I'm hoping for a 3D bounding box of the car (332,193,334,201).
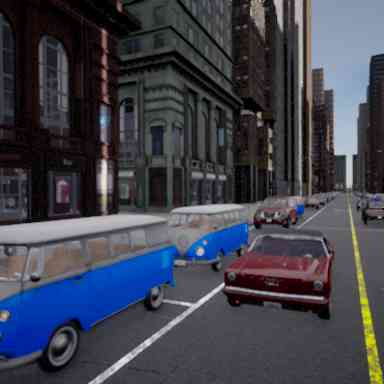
[{"bbox_3d":[26.794,1.355,66.798,1.947,1.339,4.313,0,0,25],"label":"car"}]

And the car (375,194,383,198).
[{"bbox_3d":[25.068,1.349,42.927,1.752,1.417,4.829,0,0,25],"label":"car"}]

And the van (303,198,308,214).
[{"bbox_3d":[7.734,1.260,25.930,1.690,1.788,3.998,0,0,25],"label":"van"}]

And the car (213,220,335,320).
[{"bbox_3d":[2.228,1.577,7.592,1.895,1.301,4.718,0,0,24],"label":"car"}]

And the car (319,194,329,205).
[{"bbox_3d":[19.647,1.401,51.473,1.947,1.339,4.313,0,0,25],"label":"car"}]

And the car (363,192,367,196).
[{"bbox_3d":[36.907,1.298,68.313,2.008,1.369,4.403,0,0,25],"label":"car"}]

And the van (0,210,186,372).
[{"bbox_3d":[-1.795,1.338,5.497,1.690,1.788,3.998,0,0,25],"label":"van"}]

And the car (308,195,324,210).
[{"bbox_3d":[14.882,1.411,41.256,1.887,1.381,4.507,0,0,25],"label":"car"}]

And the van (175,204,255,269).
[{"bbox_3d":[0.587,1.318,10.606,1.690,1.788,3.998,0,0,25],"label":"van"}]

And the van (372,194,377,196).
[{"bbox_3d":[27.376,1.150,47.881,1.690,1.788,3.998,0,0,25],"label":"van"}]

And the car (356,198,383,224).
[{"bbox_3d":[12.975,1.393,23.353,2.128,1.511,4.902,0,0,25],"label":"car"}]

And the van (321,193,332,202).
[{"bbox_3d":[24.410,1.145,61.690,1.690,1.788,3.998,0,0,25],"label":"van"}]

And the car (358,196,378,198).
[{"bbox_3d":[19.782,1.452,37.931,1.895,1.301,4.718,0,0,25],"label":"car"}]

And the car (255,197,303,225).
[{"bbox_3d":[5.351,1.252,20.822,2.192,1.841,5.009,0,0,25],"label":"car"}]

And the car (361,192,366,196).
[{"bbox_3d":[41.671,1.157,78.529,1.967,1.590,4.097,0,0,25],"label":"car"}]

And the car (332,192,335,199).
[{"bbox_3d":[29.177,1.340,71.907,1.947,1.339,4.313,0,0,25],"label":"car"}]

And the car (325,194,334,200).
[{"bbox_3d":[33.941,1.288,82.124,1.887,1.381,4.507,0,0,25],"label":"car"}]

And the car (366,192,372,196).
[{"bbox_3d":[32.142,1.218,58.097,1.967,1.590,4.097,0,0,25],"label":"car"}]

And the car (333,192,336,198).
[{"bbox_3d":[31.557,1.074,77.015,2.192,1.841,5.009,0,0,25],"label":"car"}]

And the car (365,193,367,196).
[{"bbox_3d":[34.597,1.288,63.359,1.752,1.417,4.829,0,0,25],"label":"car"}]
